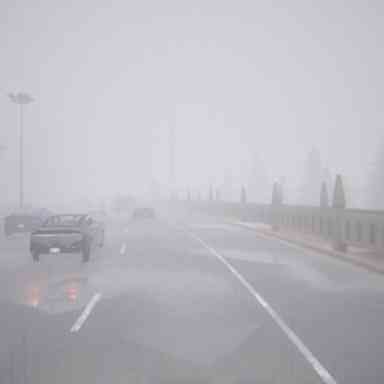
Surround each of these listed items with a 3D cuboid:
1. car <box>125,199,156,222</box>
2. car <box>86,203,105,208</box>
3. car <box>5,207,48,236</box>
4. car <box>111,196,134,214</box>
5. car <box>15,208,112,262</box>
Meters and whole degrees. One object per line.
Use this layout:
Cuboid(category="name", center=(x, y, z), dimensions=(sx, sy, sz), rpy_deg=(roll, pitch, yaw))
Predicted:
Cuboid(category="car", center=(-4.320, 1.645, 28.410), dimensions=(1.882, 1.535, 5.008), rpy_deg=(0, 0, -16))
Cuboid(category="car", center=(-10.158, 1.837, 34.944), dimensions=(1.895, 1.301, 4.718), rpy_deg=(0, 0, -21))
Cuboid(category="car", center=(-9.268, 1.613, 19.481), dimensions=(1.882, 1.535, 5.008), rpy_deg=(0, -1, -12))
Cuboid(category="car", center=(-8.145, 1.476, 39.385), dimensions=(2.150, 2.045, 5.566), rpy_deg=(0, 0, -23))
Cuboid(category="car", center=(-4.485, 1.567, 12.535), dimensions=(2.128, 1.511, 4.902), rpy_deg=(0, 0, -7))
